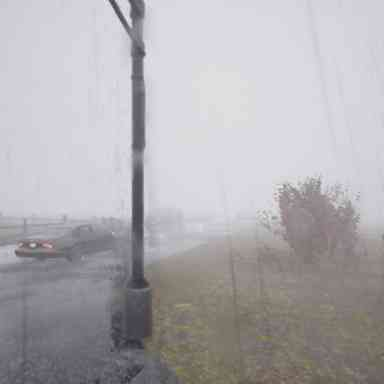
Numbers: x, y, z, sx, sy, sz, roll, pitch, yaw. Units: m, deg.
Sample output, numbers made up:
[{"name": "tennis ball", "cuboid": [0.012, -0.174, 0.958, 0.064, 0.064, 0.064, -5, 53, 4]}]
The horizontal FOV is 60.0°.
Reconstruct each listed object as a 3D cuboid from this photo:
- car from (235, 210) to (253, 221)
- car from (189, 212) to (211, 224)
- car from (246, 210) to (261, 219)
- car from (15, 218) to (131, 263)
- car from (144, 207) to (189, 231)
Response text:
[{"name": "car", "cuboid": [7.675, 3.520, 49.089, 2.033, 1.411, 5.357, -1, -3, 19]}, {"name": "car", "cuboid": [0.950, 3.159, 40.688, 1.812, 1.442, 4.674, -1, -3, 20]}, {"name": "car", "cuboid": [10.681, 3.864, 57.725, 1.812, 1.442, 4.674, -1, -3, 19]}, {"name": "car", "cuboid": [-4.765, 2.049, 14.220, 2.033, 1.411, 5.357, -1, -3, 21]}, {"name": "car", "cuboid": [-2.458, 2.442, 30.923, 2.150, 2.045, 5.566, -1, -3, 19]}]
